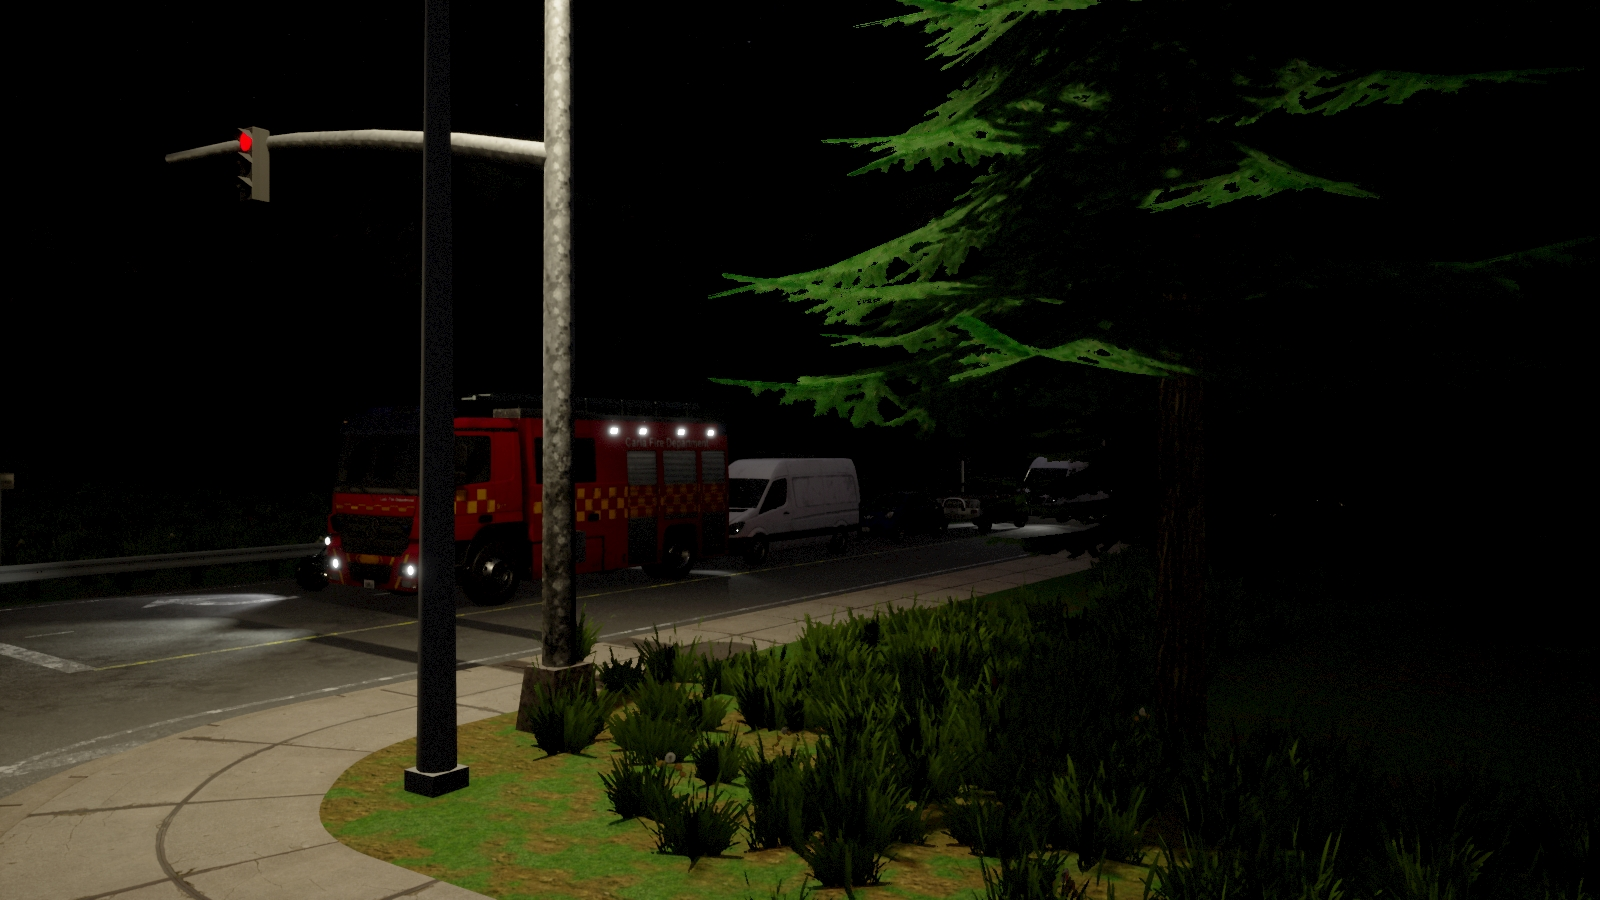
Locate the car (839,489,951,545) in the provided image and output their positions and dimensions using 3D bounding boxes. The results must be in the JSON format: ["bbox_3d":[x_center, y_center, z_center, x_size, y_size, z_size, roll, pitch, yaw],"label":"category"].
[{"bbox_3d":[2.957,2.000,34.988,1.845,1.501,3.633,0,0,34],"label":"car"}]

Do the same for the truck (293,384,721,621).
[{"bbox_3d":[-5.328,0.853,22.761,2.891,3.827,8.468,0,0,34],"label":"truck"}]

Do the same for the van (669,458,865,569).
[{"bbox_3d":[-0.690,1.497,29.618,1.988,2.561,5.915,0,0,34],"label":"van"}]

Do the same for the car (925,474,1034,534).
[{"bbox_3d":[6.318,1.826,39.820,1.932,1.855,4.605,0,0,35],"label":"car"}]

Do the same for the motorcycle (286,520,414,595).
[{"bbox_3d":[-9.056,2.131,23.082,0.764,1.277,2.356,0,0,37],"label":"motorcycle"}]

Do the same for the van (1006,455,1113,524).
[{"bbox_3d":[10.451,1.497,45.657,1.988,2.561,5.915,0,0,36],"label":"van"}]
